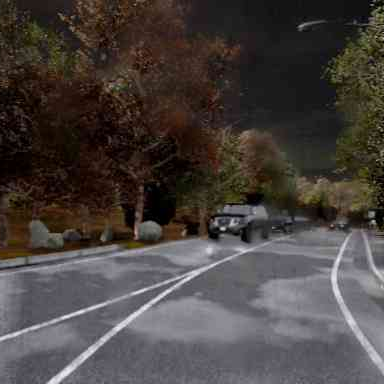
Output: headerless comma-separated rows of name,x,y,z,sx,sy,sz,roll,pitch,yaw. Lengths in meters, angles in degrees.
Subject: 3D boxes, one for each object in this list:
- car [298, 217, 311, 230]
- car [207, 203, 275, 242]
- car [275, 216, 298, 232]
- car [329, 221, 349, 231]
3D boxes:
car,12.628,3.607,38.609,1.882,1.535,5.008,1,-5,27
car,2.833,1.642,19.130,2.150,2.045,5.566,1,-3,28
car,7.463,2.711,28.361,1.895,1.301,4.718,1,-4,27
car,19.379,4.514,44.157,1.895,1.301,4.718,1,-5,27
